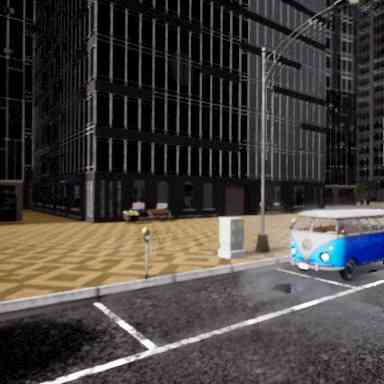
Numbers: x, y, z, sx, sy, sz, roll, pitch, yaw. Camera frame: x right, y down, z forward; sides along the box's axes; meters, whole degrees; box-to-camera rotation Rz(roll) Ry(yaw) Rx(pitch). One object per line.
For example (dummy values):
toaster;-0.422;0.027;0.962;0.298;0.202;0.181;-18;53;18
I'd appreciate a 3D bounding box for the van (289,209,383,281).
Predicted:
van;4.609;1.412;9.836;3.998;1.788;1.690;1;0;-35
